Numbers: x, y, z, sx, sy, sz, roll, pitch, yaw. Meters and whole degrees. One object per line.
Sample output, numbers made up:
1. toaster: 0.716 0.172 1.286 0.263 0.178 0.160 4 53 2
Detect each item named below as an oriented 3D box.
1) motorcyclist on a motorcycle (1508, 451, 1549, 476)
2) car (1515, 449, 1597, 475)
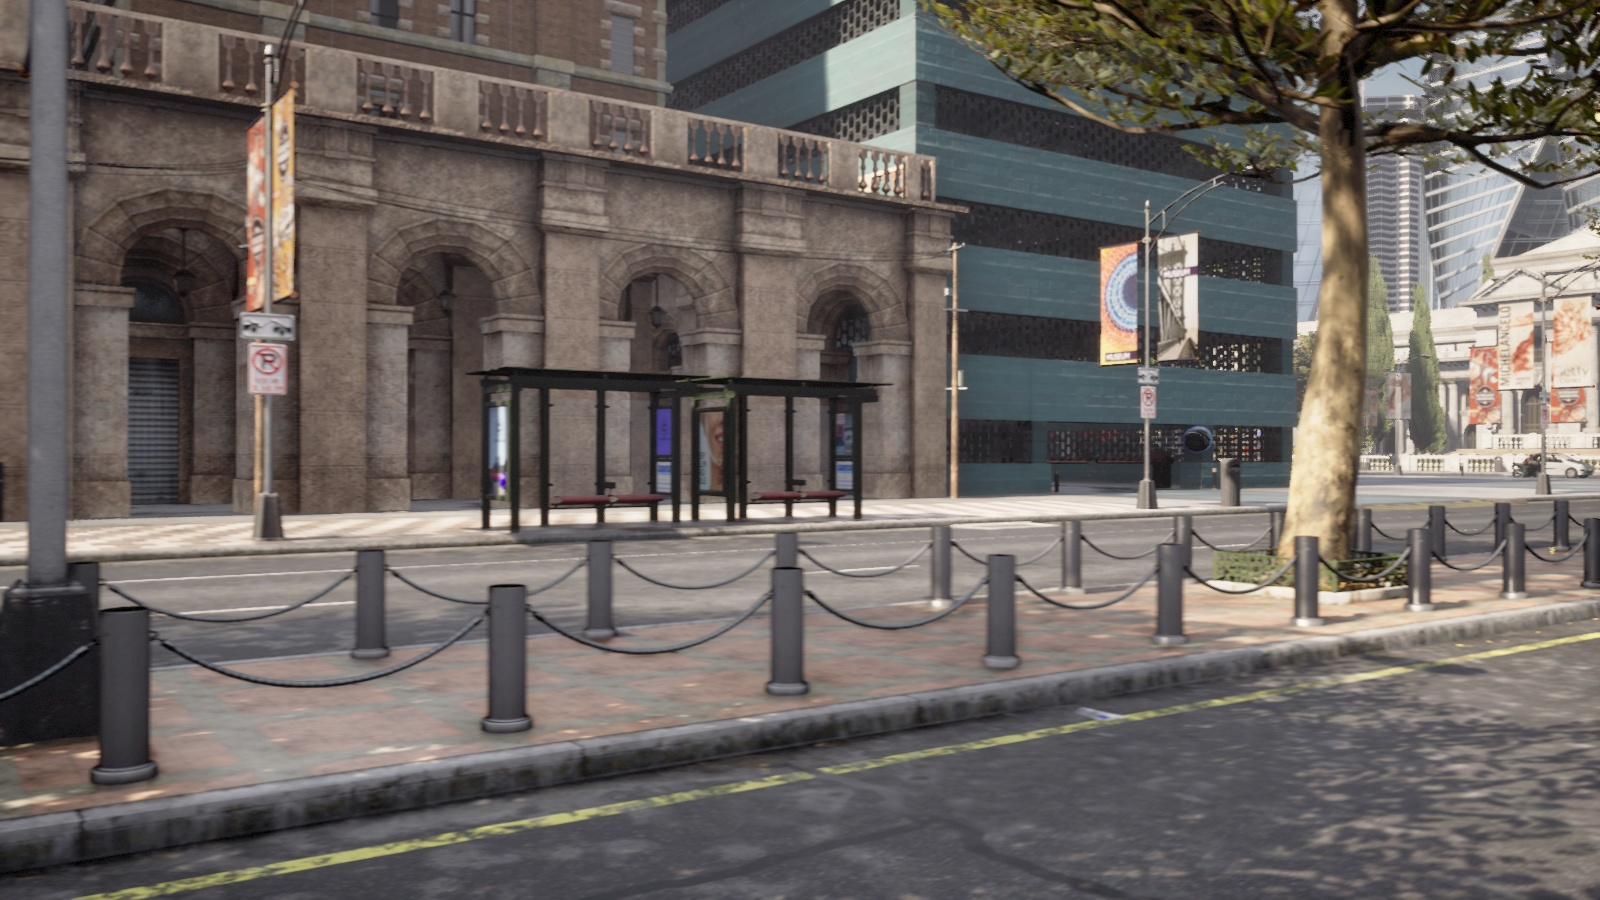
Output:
1. motorcyclist on a motorcycle: 44.563 0.821 76.848 0.797 1.523 2.044 0 0 -35
2. car: 47.421 0.736 78.868 1.851 1.617 3.988 0 0 -35
